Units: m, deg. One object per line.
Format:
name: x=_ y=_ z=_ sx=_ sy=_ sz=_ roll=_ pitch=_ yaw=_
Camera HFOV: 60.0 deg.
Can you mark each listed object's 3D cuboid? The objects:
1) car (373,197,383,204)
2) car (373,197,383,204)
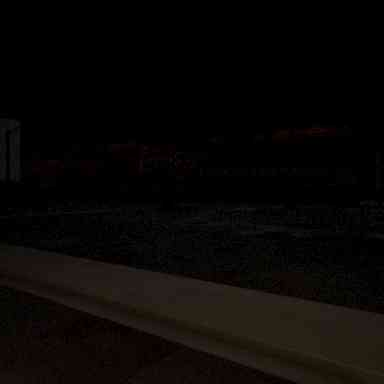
car: x=37.542 y=1.576 z=65.370 sx=1.853 sy=1.218 sz=4.536 roll=1 pitch=1 yaw=6
car: x=37.535 y=1.734 z=65.320 sx=2.038 sy=1.542 sz=4.974 roll=1 pitch=1 yaw=6
